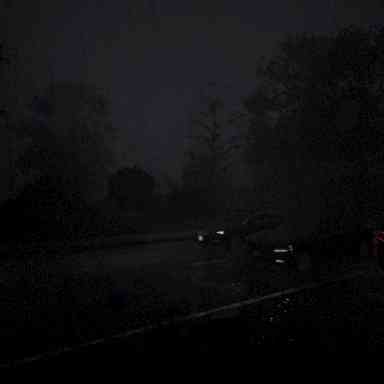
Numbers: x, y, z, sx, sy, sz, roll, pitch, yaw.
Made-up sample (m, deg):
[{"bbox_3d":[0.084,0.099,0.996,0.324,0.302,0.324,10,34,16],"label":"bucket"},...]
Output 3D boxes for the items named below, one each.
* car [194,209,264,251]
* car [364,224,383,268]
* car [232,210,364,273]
[{"bbox_3d":[2.360,1.494,14.014,4.902,1.511,2.128,0,0,-34],"label":"car"},{"bbox_3d":[7.046,1.228,8.579,5.566,2.045,2.150,0,0,-34],"label":"car"},{"bbox_3d":[3.911,1.481,10.838,5.008,1.535,1.882,0,0,-34],"label":"car"}]
